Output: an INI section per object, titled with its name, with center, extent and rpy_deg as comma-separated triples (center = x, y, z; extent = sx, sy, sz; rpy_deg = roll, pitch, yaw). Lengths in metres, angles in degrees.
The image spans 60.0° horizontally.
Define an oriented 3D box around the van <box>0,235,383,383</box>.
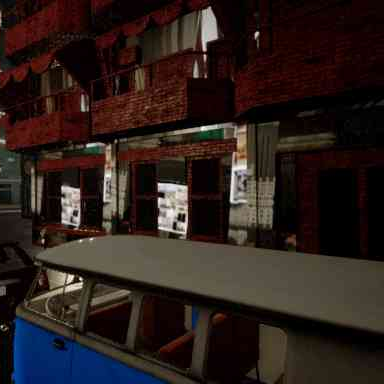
[van]
center = 0.184, 1.341, 2.604
extent = 3.998, 1.788, 1.690
rpy_deg = 0, -1, 36
